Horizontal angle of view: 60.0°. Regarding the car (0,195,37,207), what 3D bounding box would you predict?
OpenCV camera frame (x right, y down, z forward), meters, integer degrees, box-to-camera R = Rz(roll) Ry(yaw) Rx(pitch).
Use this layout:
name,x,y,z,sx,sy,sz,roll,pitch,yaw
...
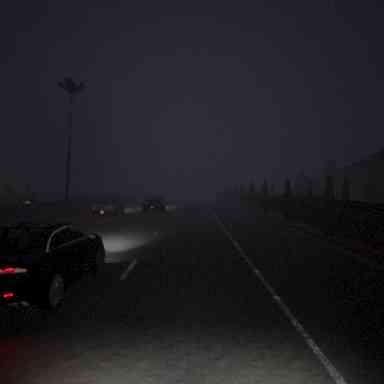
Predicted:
name,x,y,z,sx,sy,sz,roll,pitch,yaw
car,-17.590,1.023,33.944,2.128,1.511,4.902,0,1,0

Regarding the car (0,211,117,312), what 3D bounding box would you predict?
name,x,y,z,sx,sy,sz,roll,pitch,yaw
car,-3.400,1.426,7.525,2.128,1.511,4.902,0,1,0

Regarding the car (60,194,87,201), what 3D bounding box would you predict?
name,x,y,z,sx,sy,sz,roll,pitch,yaw
car,-14.088,0.988,39.993,2.033,1.411,5.357,0,1,0

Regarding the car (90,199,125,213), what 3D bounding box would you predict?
name,x,y,z,sx,sy,sz,roll,pitch,yaw
car,-6.897,1.227,27.750,1.895,1.301,4.718,0,1,0

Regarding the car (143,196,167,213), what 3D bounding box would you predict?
name,x,y,z,sx,sy,sz,roll,pitch,yaw
car,-3.396,1.071,30.868,2.128,1.511,4.902,0,1,0
